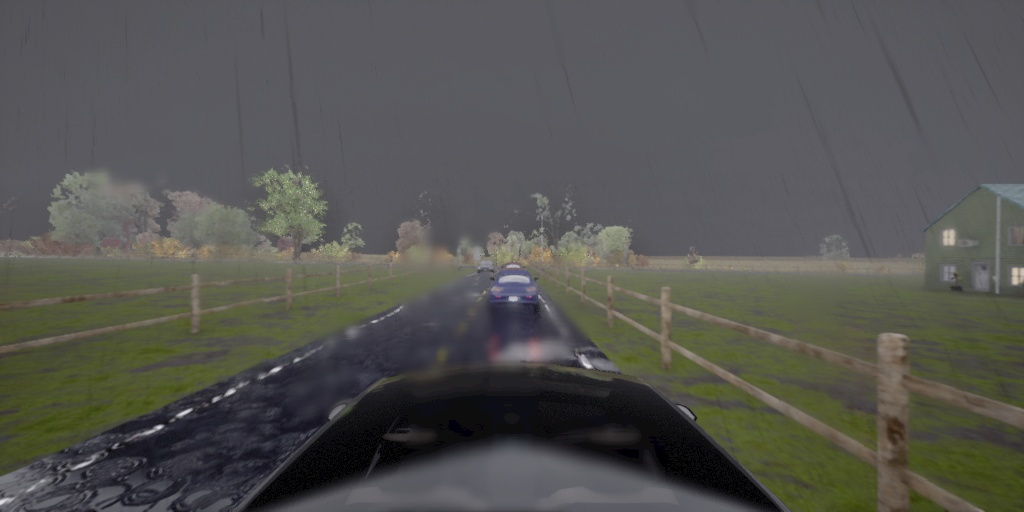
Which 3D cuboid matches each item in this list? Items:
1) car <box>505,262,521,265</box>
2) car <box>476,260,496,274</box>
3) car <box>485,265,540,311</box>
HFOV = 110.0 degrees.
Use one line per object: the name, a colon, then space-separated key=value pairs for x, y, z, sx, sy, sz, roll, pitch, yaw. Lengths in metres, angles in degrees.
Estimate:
car: x=0.093 y=1.235 z=29.169 sx=1.812 sy=1.442 sz=4.674 roll=0 pitch=0 yaw=0
car: x=-2.827 y=1.205 z=40.261 sx=1.837 sy=1.490 sz=4.892 roll=0 pitch=0 yaw=0
car: x=0.089 y=1.254 z=14.115 sx=1.812 sy=1.442 sz=4.674 roll=0 pitch=0 yaw=0
